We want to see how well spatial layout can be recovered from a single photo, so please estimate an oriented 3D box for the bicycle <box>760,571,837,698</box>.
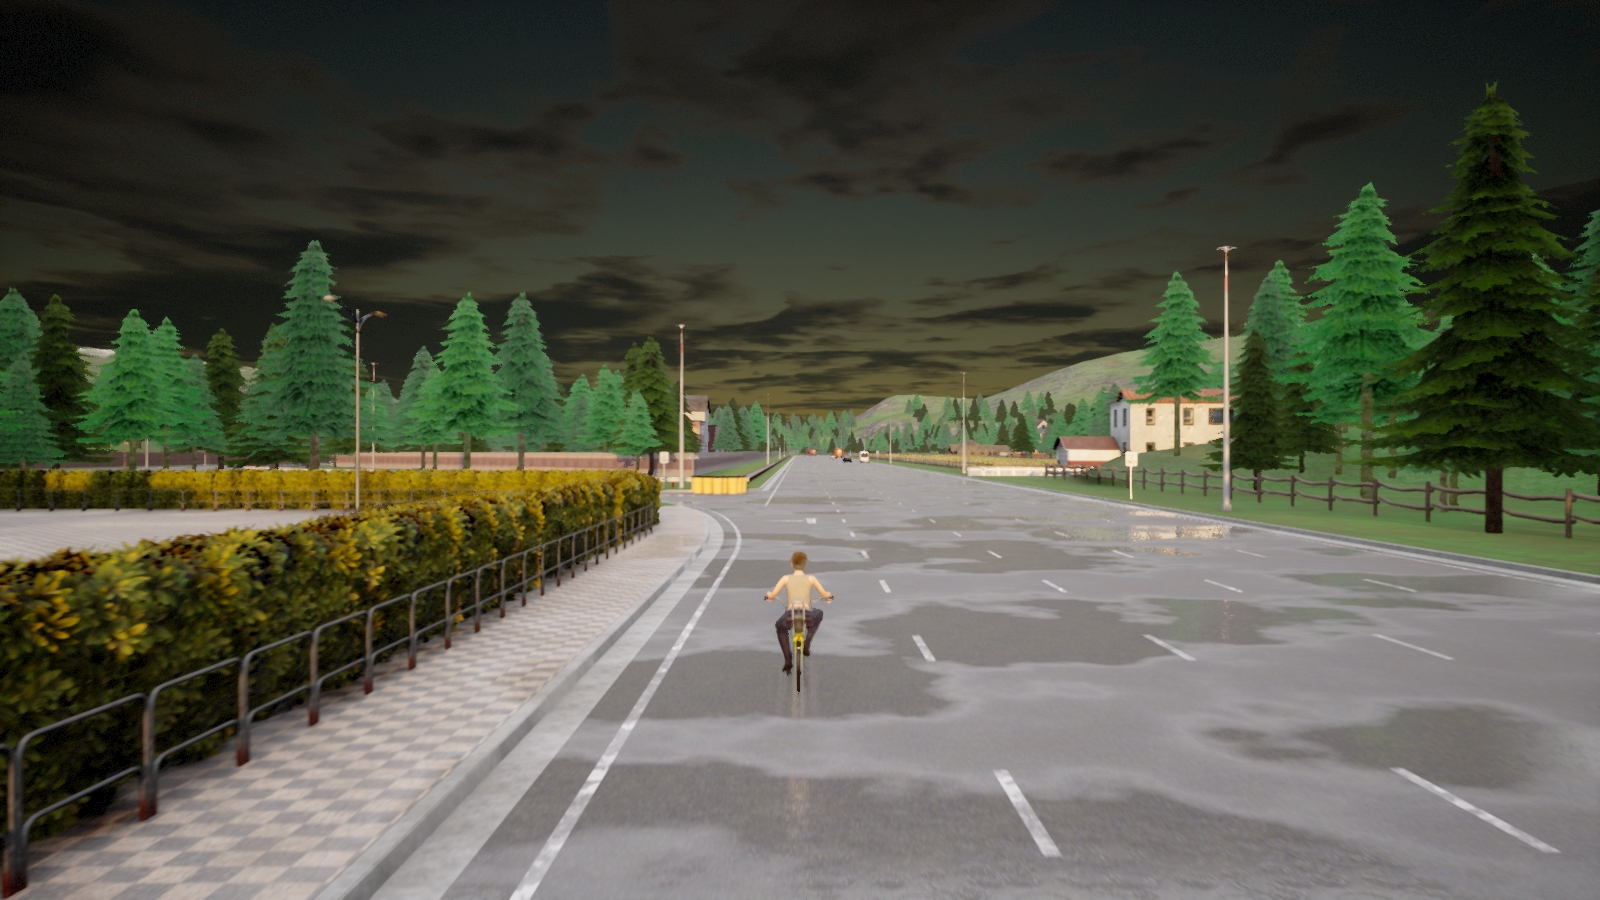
[{"bbox_3d":[-0.015,2.163,13.649,0.859,1.276,1.487,0,0,0],"label":"bicycle"}]
